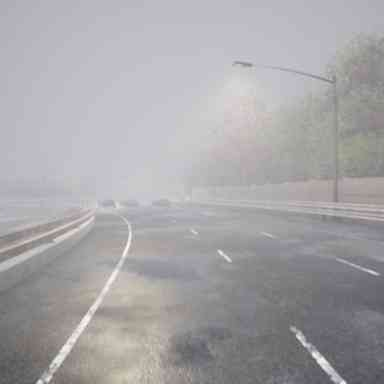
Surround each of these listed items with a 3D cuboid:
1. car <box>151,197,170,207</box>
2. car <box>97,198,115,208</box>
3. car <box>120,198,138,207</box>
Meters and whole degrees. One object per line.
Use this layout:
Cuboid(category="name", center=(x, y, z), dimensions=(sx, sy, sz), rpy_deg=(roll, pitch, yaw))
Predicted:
Cuboid(category="car", center=(-4.827, 1.542, 50.686), dimensions=(2.128, 1.511, 4.902), rpy_deg=(-1, 0, -22))
Cuboid(category="car", center=(-13.145, 1.654, 50.942), dimensions=(1.837, 1.490, 4.892), rpy_deg=(0, 0, -29))
Cuboid(category="car", center=(-9.954, 1.675, 52.371), dimensions=(1.994, 1.385, 4.181), rpy_deg=(-1, 0, -29))
